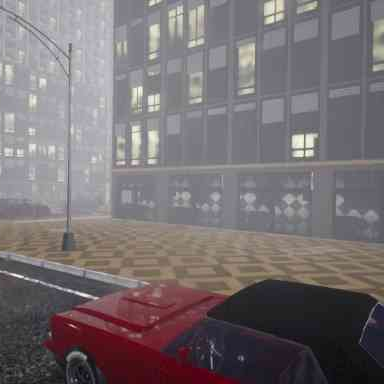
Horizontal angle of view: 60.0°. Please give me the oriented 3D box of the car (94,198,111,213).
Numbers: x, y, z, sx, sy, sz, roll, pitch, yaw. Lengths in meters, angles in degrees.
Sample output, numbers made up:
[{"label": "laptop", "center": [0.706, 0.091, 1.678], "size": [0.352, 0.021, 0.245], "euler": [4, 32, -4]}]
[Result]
[{"label": "car", "center": [-8.949, 1.828, 39.957], "size": [1.752, 1.417, 4.829], "euler": [1, 0, 37]}]

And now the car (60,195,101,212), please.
[{"label": "car", "center": [-14.032, 1.425, 42.796], "size": [2.150, 2.045, 5.566], "euler": [1, 0, 37]}]

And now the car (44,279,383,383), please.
[{"label": "car", "center": [0.625, 1.600, 3.241], "size": [4.718, 1.301, 1.895], "euler": [0, 0, 36]}]

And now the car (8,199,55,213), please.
[{"label": "car", "center": [-19.244, 1.641, 40.143], "size": [1.752, 1.417, 4.829], "euler": [1, 0, 37]}]

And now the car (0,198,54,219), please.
[{"label": "car", "center": [-15.766, 1.517, 30.760], "size": [2.192, 1.841, 5.009], "euler": [1, 0, 37]}]
